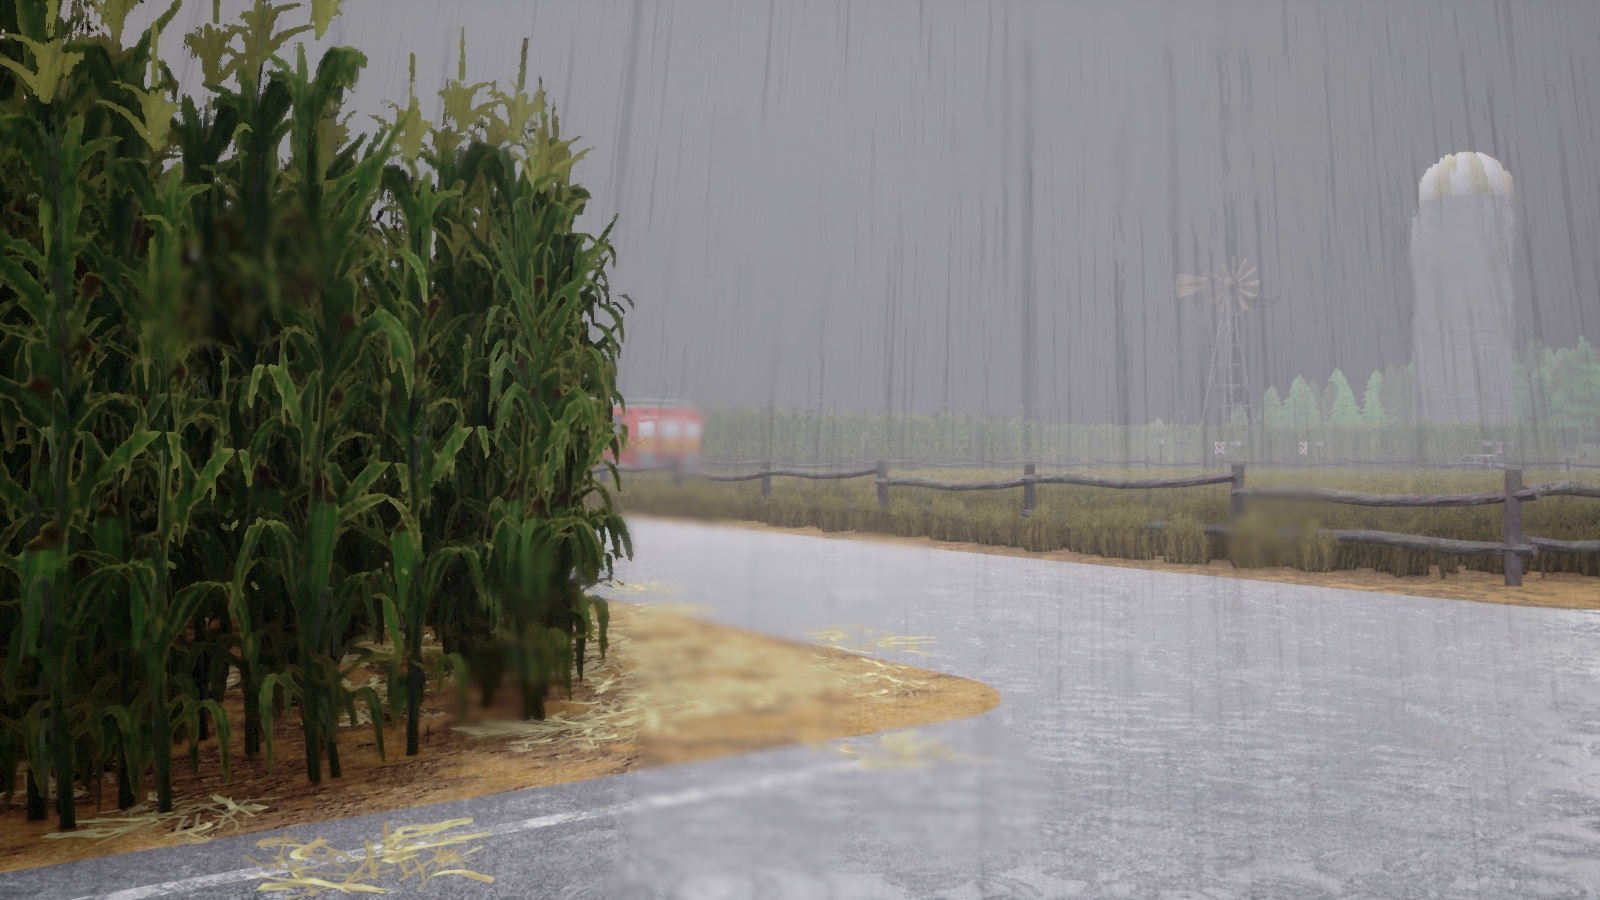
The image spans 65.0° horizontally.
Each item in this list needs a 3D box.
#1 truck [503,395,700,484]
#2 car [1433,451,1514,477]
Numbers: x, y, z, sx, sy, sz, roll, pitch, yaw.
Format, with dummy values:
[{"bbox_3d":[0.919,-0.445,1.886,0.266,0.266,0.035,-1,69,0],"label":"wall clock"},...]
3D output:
[{"bbox_3d":[-8.959,-0.419,57.332,8.468,3.827,2.891,1,-1,-34],"label":"truck"},{"bbox_3d":[40.008,0.808,74.691,1.970,1.475,3.806,0,0,-24],"label":"car"}]
